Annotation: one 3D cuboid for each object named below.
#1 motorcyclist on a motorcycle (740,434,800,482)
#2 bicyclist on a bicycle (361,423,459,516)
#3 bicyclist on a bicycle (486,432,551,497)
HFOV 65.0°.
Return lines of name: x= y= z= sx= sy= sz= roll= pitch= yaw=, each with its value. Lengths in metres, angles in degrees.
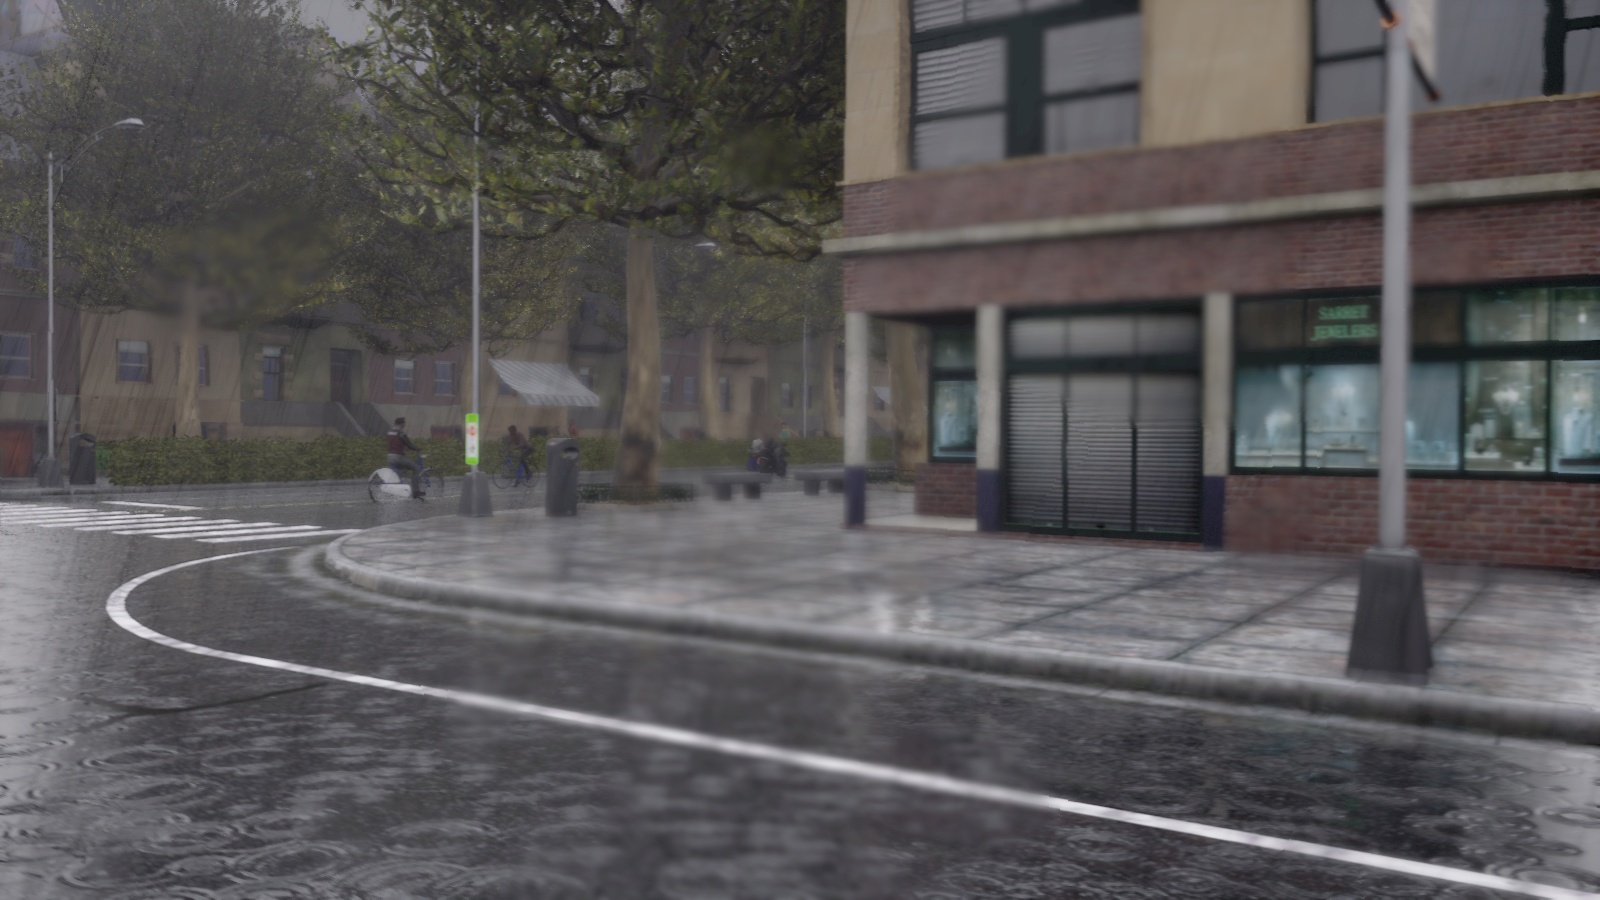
motorcyclist on a motorcycle: x=-0.976 y=0.243 z=41.763 sx=0.866 sy=1.530 sz=2.191 roll=0 pitch=1 yaw=33
bicyclist on a bicycle: x=-7.767 y=0.363 z=25.067 sx=0.659 sy=1.776 sz=1.843 roll=0 pitch=1 yaw=33
bicyclist on a bicycle: x=-7.218 y=0.347 z=32.231 sx=0.582 sy=1.620 sz=1.656 roll=0 pitch=1 yaw=33
